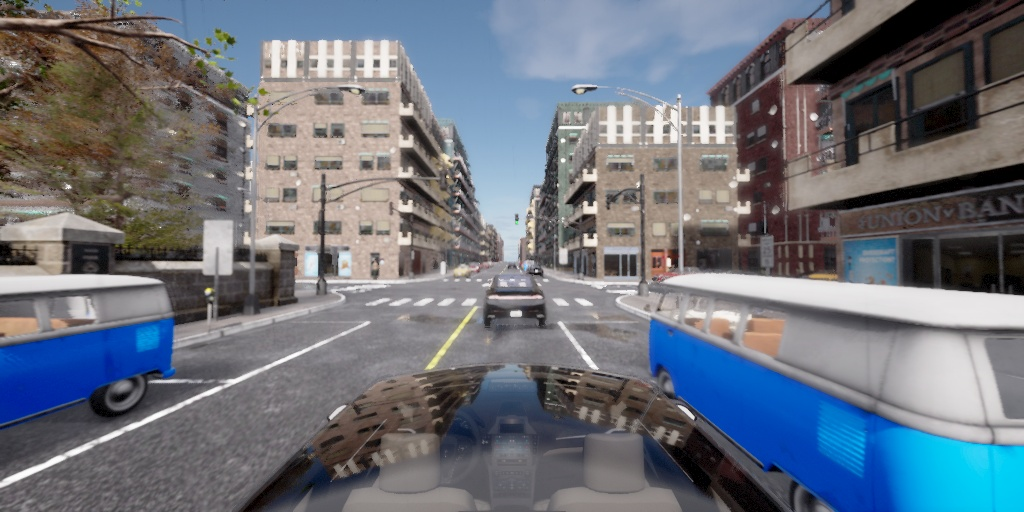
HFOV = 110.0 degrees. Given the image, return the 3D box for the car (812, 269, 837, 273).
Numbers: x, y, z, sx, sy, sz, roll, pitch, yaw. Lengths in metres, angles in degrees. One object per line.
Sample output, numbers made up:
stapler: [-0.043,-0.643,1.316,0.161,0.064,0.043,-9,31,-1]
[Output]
car: [25.012,1.663,26.814,5.008,1.535,1.882,0,-2,1]

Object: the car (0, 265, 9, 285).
car: [-38.301,1.302,24.379,5.357,1.411,2.033,0,-2,1]

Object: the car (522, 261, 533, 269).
car: [2.694,1.767,46.997,2.007,1.370,4.403,0,0,0]

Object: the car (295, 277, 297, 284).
car: [-17.134,1.370,24.093,4.892,1.490,1.837,0,-2,1]

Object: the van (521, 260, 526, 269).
van: [2.695,1.674,58.280,1.690,1.789,3.998,0,0,0]

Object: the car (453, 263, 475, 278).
car: [-5.687,1.683,41.185,1.751,1.417,4.829,0,0,0]

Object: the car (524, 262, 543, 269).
car: [2.694,1.724,41.354,1.948,1.339,4.313,0,0,0]

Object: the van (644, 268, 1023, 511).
van: [2.658,1.108,3.410,1.690,1.789,3.998,0,0,0]

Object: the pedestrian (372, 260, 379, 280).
pedestrian: [-12.537,1.276,32.808,0.375,1.860,0.375,0,-2,1]

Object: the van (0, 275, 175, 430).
van: [-5.656,1.108,3.412,1.690,1.789,3.998,0,0,0]

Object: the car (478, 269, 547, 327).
car: [0.022,1.348,12.000,2.128,1.511,4.902,0,0,-2]

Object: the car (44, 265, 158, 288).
car: [-27.634,1.358,24.245,5.357,1.411,2.033,0,-2,1]

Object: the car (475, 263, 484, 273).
car: [-5.687,1.714,52.639,1.967,1.591,4.097,0,0,0]
